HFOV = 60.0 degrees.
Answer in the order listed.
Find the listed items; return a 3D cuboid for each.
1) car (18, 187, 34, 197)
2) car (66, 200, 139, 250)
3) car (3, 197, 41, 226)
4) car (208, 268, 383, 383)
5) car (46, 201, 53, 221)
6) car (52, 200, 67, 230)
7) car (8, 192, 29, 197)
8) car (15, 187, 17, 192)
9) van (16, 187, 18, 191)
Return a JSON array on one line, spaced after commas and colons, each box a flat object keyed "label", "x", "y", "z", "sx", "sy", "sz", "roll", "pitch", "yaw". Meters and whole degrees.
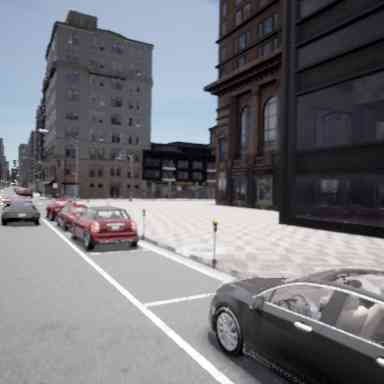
[{"label": "car", "x": -30.595, "y": 0.219, "z": 61.781, "sx": 2.192, "sy": 1.841, "sz": 5.009, "roll": 1, "pitch": 1, "yaw": -29}, {"label": "car", "x": -3.669, "y": 1.272, "z": 13.589, "sx": 1.967, "sy": 1.590, "sz": 4.097, "roll": 1, "pitch": 1, "yaw": -29}, {"label": "car", "x": -10.540, "y": 1.215, "z": 20.557, "sx": 1.994, "sy": 1.385, "sz": 4.181, "roll": 1, "pitch": 1, "yaw": -29}, {"label": "car", "x": 1.831, "y": 1.557, "z": 3.746, "sx": 2.008, "sy": 1.369, "sz": 4.403, "roll": 1, "pitch": 0, "yaw": -29}, {"label": "car", "x": -9.172, "y": 1.200, "z": 23.435, "sx": 1.887, "sy": 1.381, "sz": 4.507, "roll": 1, "pitch": 1, "yaw": -29}, {"label": "car", "x": -6.422, "y": 1.325, "z": 18.513, "sx": 1.802, "sy": 1.307, "sz": 4.206, "roll": 1, "pitch": 1, "yaw": -29}, {"label": "car", "x": -17.881, "y": 1.015, "z": 33.667, "sx": 1.895, "sy": 1.301, "sz": 4.718, "roll": 1, "pitch": 0, "yaw": -29}, {"label": "car", "x": -41.637, "y": 0.069, "z": 81.531, "sx": 1.802, "sy": 1.307, "sz": 4.206, "roll": 1, "pitch": 1, "yaw": -29}, {"label": "van", "x": -38.873, "y": -0.067, "z": 76.592, "sx": 1.690, "sy": 1.788, "sz": 3.998, "roll": 1, "pitch": 1, "yaw": -29}]
